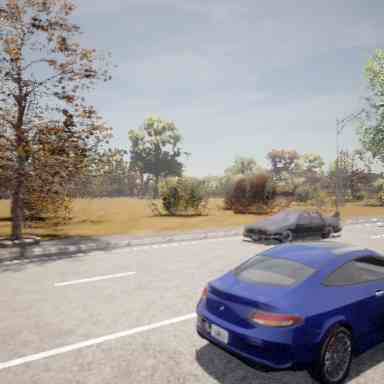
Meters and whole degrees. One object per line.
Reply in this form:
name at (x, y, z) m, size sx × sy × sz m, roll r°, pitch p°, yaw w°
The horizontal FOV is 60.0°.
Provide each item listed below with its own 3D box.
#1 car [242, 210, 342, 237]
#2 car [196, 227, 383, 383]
car at (4.913, 1.573, 15.773) m, size 5.357 × 1.411 × 2.033 m, roll 0°, pitch 0°, yaw -34°
car at (2.215, 1.517, 5.281) m, size 4.674 × 1.442 × 1.812 m, roll 0°, pitch 0°, yaw -35°
